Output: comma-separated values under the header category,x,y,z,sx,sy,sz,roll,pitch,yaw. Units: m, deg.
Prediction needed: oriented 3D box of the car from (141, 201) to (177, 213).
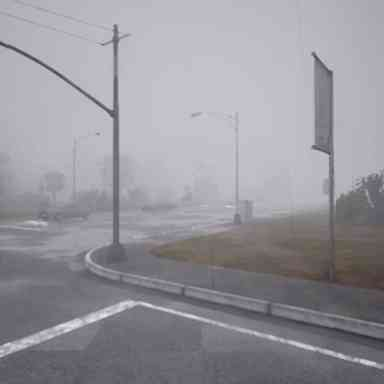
category,x,y,z,sx,sy,sz,roll,pitch,yaw
car,-3.760,1.681,38.429,1.895,1.301,4.718,0,0,32

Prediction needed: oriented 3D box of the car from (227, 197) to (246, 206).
category,x,y,z,sx,sy,sz,roll,pitch,yaw
car,7.832,1.631,56.659,2.033,1.411,5.357,0,0,32

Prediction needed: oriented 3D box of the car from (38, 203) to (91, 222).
category,x,y,z,sx,sy,sz,roll,pitch,yaw
car,-10.541,1.642,27.650,1.994,1.385,4.181,0,0,32
